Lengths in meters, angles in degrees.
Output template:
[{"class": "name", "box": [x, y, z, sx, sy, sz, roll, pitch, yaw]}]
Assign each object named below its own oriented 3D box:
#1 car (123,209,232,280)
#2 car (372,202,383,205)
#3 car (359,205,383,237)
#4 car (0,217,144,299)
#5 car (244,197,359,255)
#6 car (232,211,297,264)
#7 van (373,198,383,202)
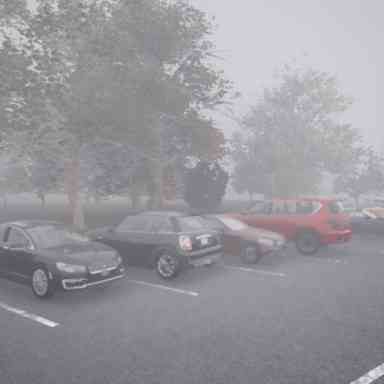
[{"class": "car", "box": [-1.398, 1.365, 10.142, 4.553, 1.767, 2.185, -1, -1, 35]}, {"class": "car", "box": [10.979, 1.520, 18.458, 5.366, 1.575, 1.946, -1, -1, 36]}, {"class": "car", "box": [8.364, 1.557, 16.907, 4.674, 1.452, 2.002, -1, -1, 36]}, {"class": "car", "box": [-3.853, 1.488, 8.462, 4.892, 1.521, 2.231, -1, -1, 34]}, {"class": "car", "box": [3.431, 1.251, 13.571, 5.566, 2.045, 2.435, -1, -1, 35]}, {"class": "car", "box": [1.016, 1.536, 11.868, 4.674, 1.452, 2.002, -1, -1, 35]}, {"class": "van", "box": [13.392, 1.308, 20.154, 4.442, 1.987, 1.878, -1, -1, 36]}]
